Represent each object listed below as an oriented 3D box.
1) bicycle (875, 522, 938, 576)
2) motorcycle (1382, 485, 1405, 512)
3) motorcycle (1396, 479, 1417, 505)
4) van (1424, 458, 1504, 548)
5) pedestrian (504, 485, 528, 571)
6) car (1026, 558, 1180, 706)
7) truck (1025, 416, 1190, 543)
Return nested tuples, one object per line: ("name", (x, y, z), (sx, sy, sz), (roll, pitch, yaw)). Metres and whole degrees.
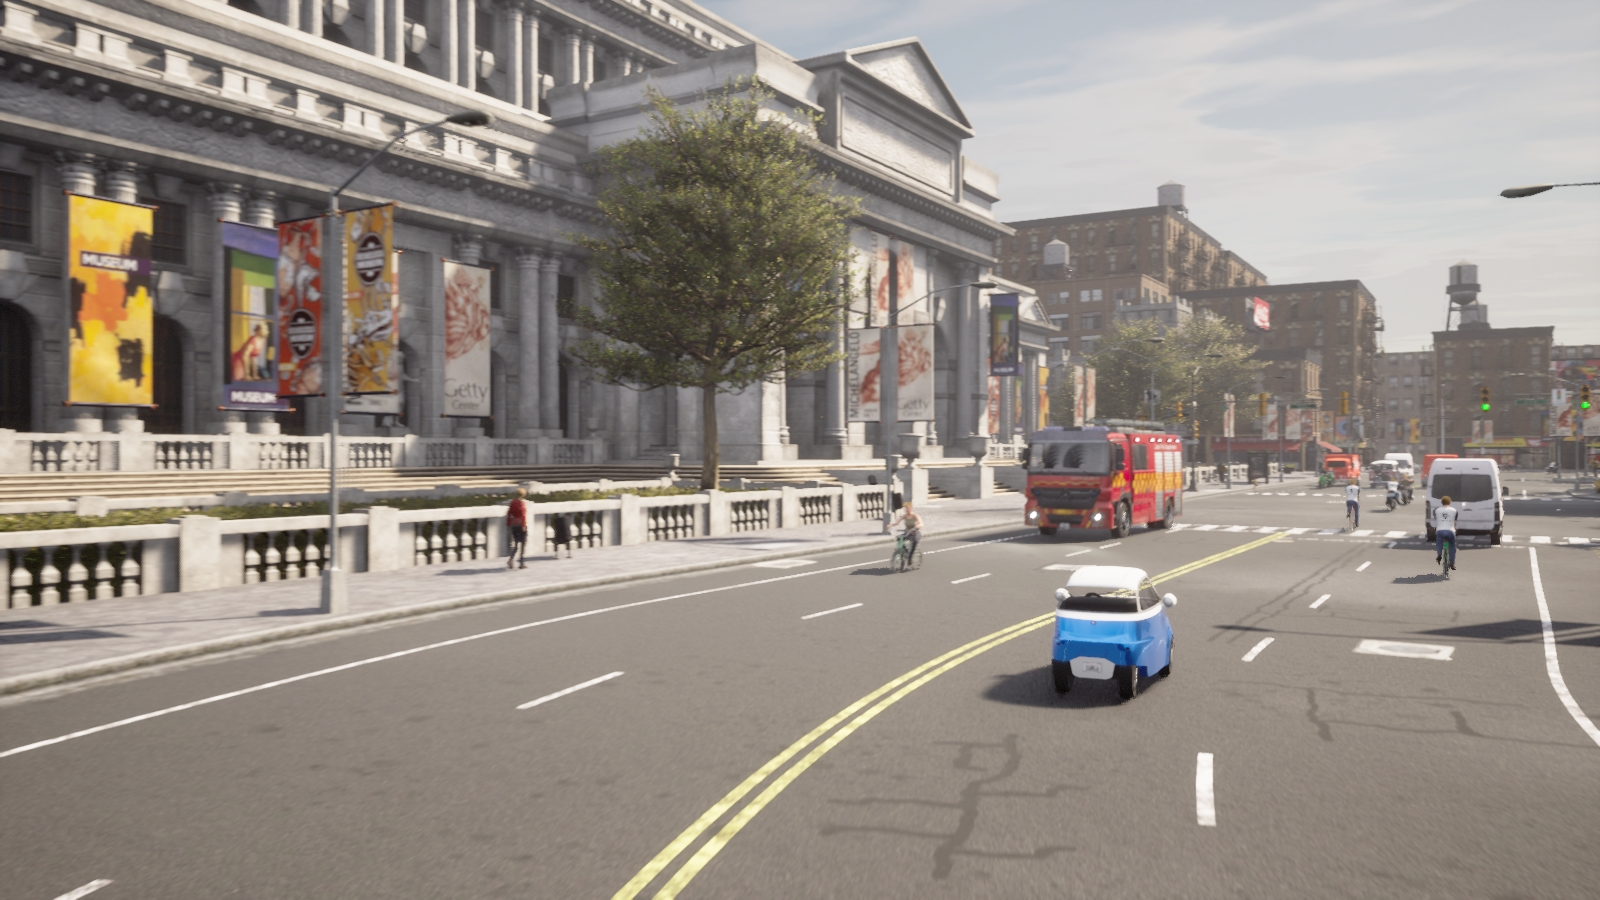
("bicycle", (2.458, 2.258, 26.249), (0.859, 1.080, 1.487), (0, 0, 32))
("motorcycle", (27.526, 2.229, 52.997), (0.803, 1.145, 2.033), (0, 0, 32))
("motorcycle", (31.521, 2.189, 59.372), (0.764, 1.277, 2.356), (0, 0, 32))
("van", (21.075, 1.547, 36.161), (1.988, 2.561, 5.915), (0, 0, 32))
("pedestrian", (-6.214, 1.692, 24.994), (0.375, 1.860, 0.375), (0, 0, 23))
("car", (3.731, 2.122, 13.866), (1.481, 1.376, 2.207), (0, 0, 24))
("truck", (10.657, 0.897, 38.806), (2.891, 3.827, 8.468), (0, 0, 33))
